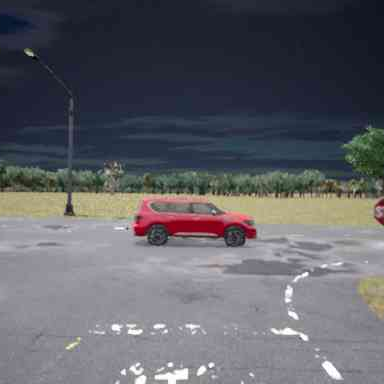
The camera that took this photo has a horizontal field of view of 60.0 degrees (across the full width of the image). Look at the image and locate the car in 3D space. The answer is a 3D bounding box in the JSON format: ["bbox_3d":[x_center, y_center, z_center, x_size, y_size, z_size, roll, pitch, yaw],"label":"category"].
[{"bbox_3d":[0.093,1.313,15.150,5.566,2.045,2.150,1,0,0],"label":"car"}]
